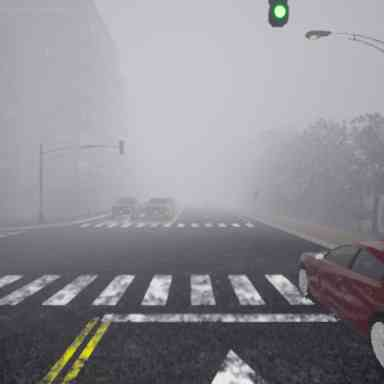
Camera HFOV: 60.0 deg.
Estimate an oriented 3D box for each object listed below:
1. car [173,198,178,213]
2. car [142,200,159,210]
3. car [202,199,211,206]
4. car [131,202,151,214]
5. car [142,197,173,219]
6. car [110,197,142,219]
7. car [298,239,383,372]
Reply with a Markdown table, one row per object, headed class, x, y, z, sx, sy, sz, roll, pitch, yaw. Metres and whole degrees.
| class | x | y | z | sx | sy | sz | roll | pitch | yaw |
| --- | --- | --- | --- | --- | --- | --- | --- | --- | --- |
| car | -3.371 | 1.657 | 43.879 | 2.150 | 2.045 | 5.566 | 0 | -1 | 0 |
| car | -6.612 | 2.084 | 53.751 | 2.033 | 1.411 | 5.357 | 0 | -1 | 0 |
| car | 3.210 | 2.264 | 73.089 | 1.812 | 1.442 | 4.674 | 0 | -1 | 0 |
| car | -6.621 | 2.031 | 43.374 | 1.895 | 1.301 | 4.718 | 0 | -1 | 0 |
| car | -3.368 | 1.552 | 33.525 | 2.150 | 2.045 | 5.566 | 0 | -1 | -1 |
| car | -6.616 | 1.553 | 33.653 | 2.150 | 2.045 | 5.566 | 0 | -1 | 0 |
| car | 3.348 | 1.534 | 5.633 | 1.882 | 1.535 | 5.008 | 0 | -1 | 0 |
